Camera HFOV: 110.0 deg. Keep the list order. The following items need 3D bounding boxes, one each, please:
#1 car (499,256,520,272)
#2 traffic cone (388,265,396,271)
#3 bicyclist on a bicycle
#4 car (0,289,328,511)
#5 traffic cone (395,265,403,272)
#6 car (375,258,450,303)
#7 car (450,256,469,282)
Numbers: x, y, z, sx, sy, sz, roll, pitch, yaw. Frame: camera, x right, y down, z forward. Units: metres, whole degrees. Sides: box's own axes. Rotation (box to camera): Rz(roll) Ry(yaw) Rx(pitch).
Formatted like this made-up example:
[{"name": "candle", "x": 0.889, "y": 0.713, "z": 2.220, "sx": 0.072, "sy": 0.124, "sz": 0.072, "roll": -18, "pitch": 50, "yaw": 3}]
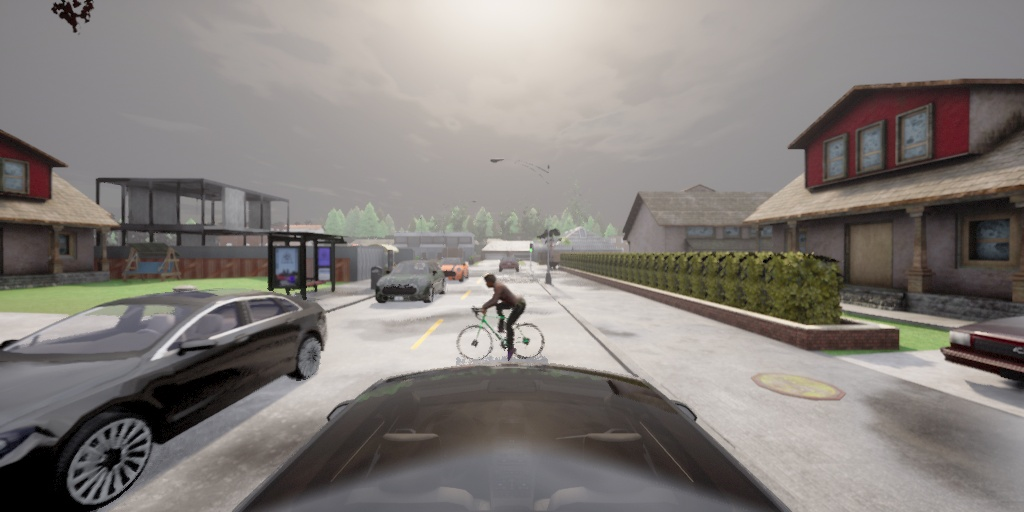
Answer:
[{"name": "car", "x": -0.265, "y": 0.786, "z": 39.946, "sx": 2.097, "sy": 1.767, "sz": 4.553, "roll": 0, "pitch": 1, "yaw": 2}, {"name": "traffic cone", "x": -10.782, "y": 1.309, "z": 32.390, "sx": 0.344, "sy": 0.586, "sz": 0.344, "roll": 0, "pitch": 0, "yaw": -1}, {"name": "bicyclist on a bicycle", "x": -0.227, "y": 1.152, "z": 6.709, "sx": 1.656, "sy": 1.620, "sz": 0.582, "roll": -2, "pitch": 1, "yaw": -1}, {"name": "car", "x": -4.123, "y": 1.219, "z": 4.347, "sx": 2.128, "sy": 1.511, "sz": 4.902, "roll": 0, "pitch": 0, "yaw": -1}, {"name": "traffic cone", "x": -10.055, "y": 1.343, "z": 31.879, "sx": 0.344, "sy": 0.586, "sz": 0.344, "roll": 0, "pitch": 0, "yaw": -1}, {"name": "car", "x": -4.267, "y": 0.984, "z": 15.665, "sx": 2.097, "sy": 1.767, "sz": 4.553, "roll": 0, "pitch": 1, "yaw": -1}, {"name": "car", "x": -4.383, "y": 0.899, "z": 26.011, "sx": 2.097, "sy": 1.767, "sz": 4.553, "roll": 0, "pitch": 0, "yaw": 0}]
